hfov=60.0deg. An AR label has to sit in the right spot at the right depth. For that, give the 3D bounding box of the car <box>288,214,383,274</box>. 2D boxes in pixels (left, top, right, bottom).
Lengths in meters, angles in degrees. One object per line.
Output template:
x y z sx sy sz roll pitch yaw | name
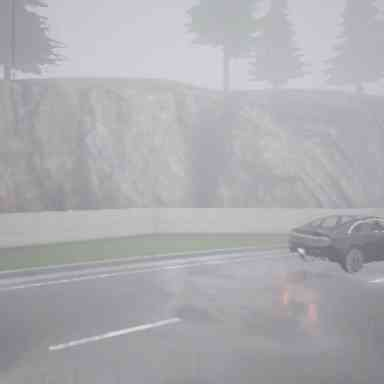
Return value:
5.299 1.460 10.343 4.902 1.511 2.128 0 0 -24 | car
